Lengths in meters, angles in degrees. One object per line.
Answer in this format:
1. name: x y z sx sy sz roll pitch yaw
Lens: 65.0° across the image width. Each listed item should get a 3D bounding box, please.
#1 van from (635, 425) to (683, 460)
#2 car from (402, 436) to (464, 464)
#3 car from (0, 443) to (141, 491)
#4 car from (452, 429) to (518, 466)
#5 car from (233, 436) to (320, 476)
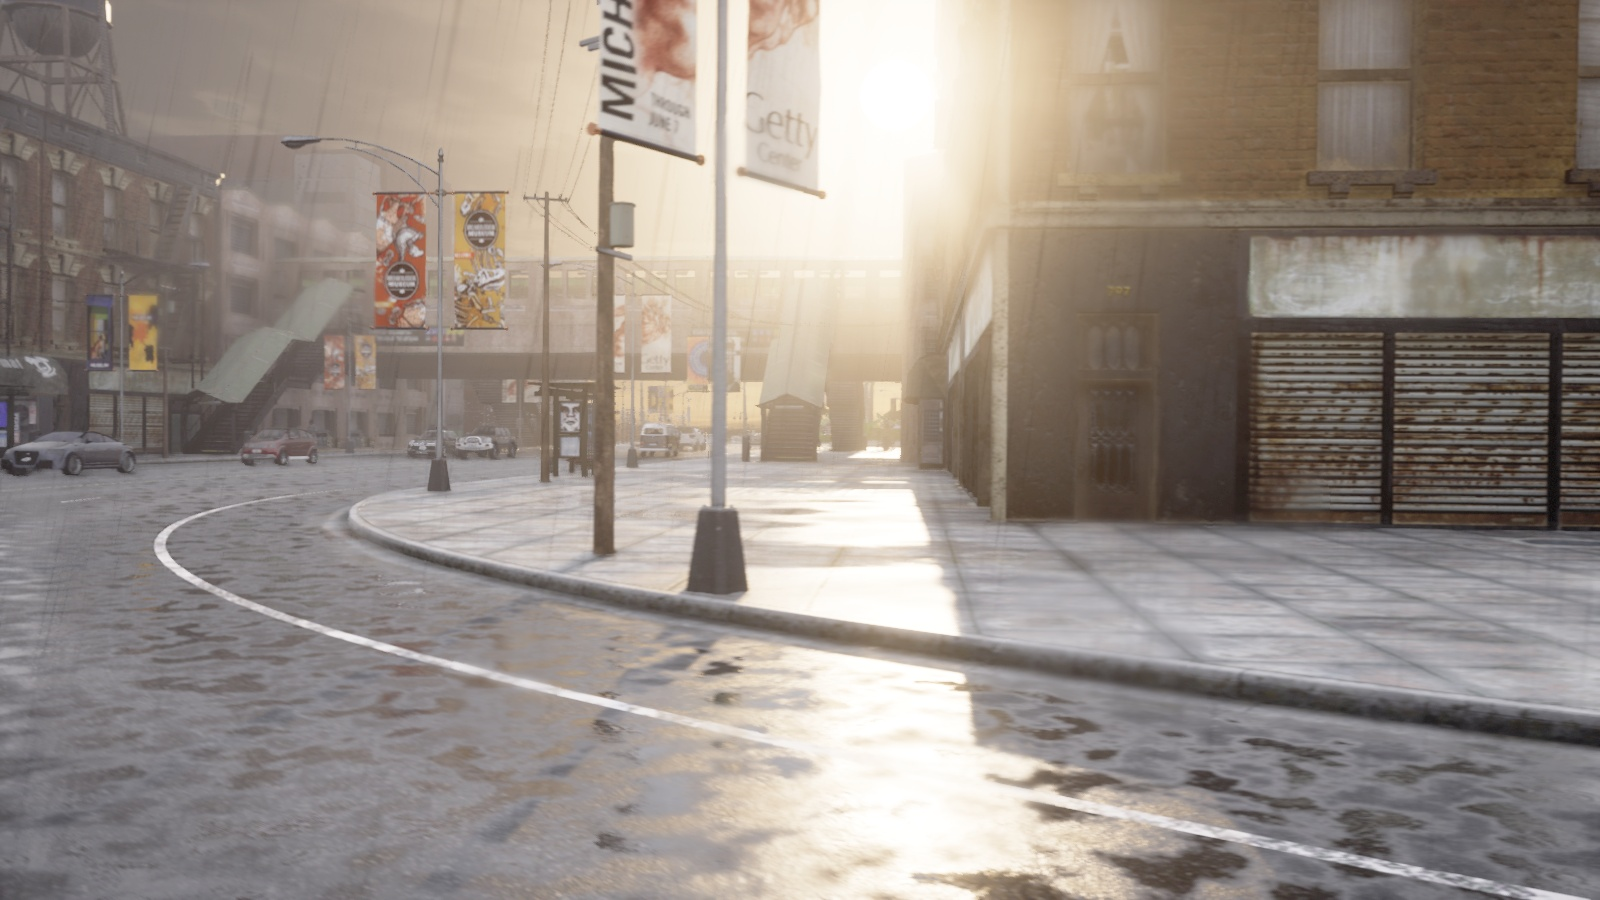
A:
1. van: -8.589 -0.466 76.815 2.069 2.038 4.480 0 1 5
2. car: -19.933 -0.017 68.362 1.970 1.475 3.806 0 1 5
3. car: -22.706 0.486 38.982 1.994 1.385 4.181 0 1 5
4. car: -16.604 -0.169 66.394 1.932 1.855 4.605 0 1 5
5. car: -21.503 0.225 51.732 1.789 1.549 3.705 0 1 5
